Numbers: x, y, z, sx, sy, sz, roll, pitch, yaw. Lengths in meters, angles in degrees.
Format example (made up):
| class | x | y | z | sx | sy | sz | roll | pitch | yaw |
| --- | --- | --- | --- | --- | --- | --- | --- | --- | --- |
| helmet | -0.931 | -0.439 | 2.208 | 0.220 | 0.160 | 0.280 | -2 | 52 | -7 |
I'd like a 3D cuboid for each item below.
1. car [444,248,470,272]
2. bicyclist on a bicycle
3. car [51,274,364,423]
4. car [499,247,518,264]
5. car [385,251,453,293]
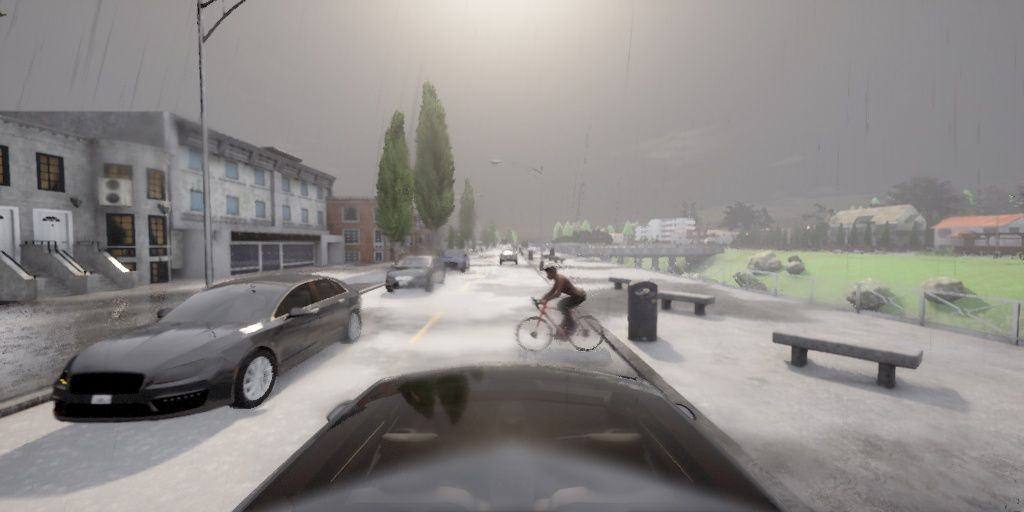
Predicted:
| class | x | y | z | sx | sy | sz | roll | pitch | yaw |
| --- | --- | --- | --- | --- | --- | --- | --- | --- | --- |
| car | -4.373 | 0.229 | 26.748 | 2.097 | 1.767 | 4.553 | 0 | 2 | -1 |
| bicyclist on a bicycle | 0.894 | 0.993 | 6.663 | 1.656 | 1.620 | 0.582 | -1 | 2 | -1 |
| car | -4.148 | 1.116 | 6.017 | 1.837 | 1.490 | 4.892 | 0 | 2 | -1 |
| car | -0.327 | 0.064 | 36.568 | 2.033 | 1.411 | 5.357 | 0 | 2 | 0 |
| car | -4.274 | 0.731 | 16.491 | 2.128 | 1.511 | 4.902 | 0 | 2 | -1 |
